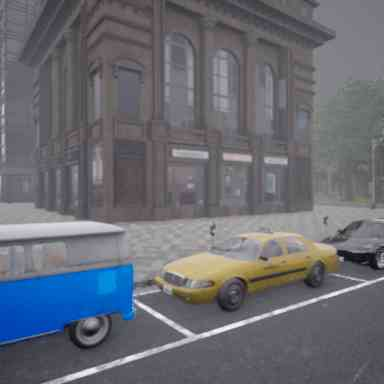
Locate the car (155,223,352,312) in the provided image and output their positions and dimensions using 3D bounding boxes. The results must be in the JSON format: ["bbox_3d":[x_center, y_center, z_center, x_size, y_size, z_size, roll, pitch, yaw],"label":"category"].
[{"bbox_3d":[1.502,1.534,7.726,4.829,1.417,1.752,0,0,-36],"label":"car"}]

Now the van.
[{"bbox_3d":[-2.787,1.357,4.666,3.998,1.788,1.690,0,0,-36],"label":"van"}]

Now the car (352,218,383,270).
[{"bbox_3d":[6.066,1.567,10.983,4.313,1.339,1.947,0,0,-36],"label":"car"}]
